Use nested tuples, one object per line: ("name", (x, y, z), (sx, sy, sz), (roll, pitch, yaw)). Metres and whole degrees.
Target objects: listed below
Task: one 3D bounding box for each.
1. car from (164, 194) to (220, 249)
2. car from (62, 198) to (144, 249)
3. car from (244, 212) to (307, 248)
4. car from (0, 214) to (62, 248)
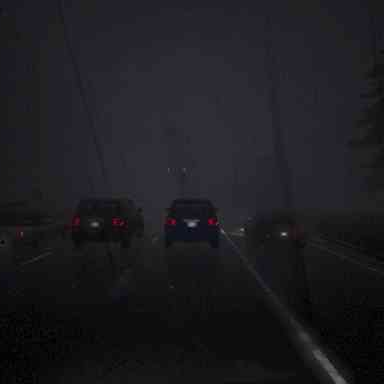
("car", (0.000, 1.257, 14.680), (2.150, 2.045, 5.566), (0, 0, 0))
("car", (-3.500, 1.257, 14.680), (2.150, 2.045, 5.566), (0, 0, 0))
("car", (3.500, 1.571, 14.650), (1.994, 1.385, 4.181), (0, 0, 0))
("car", (-7.000, 1.615, 14.680), (1.895, 1.301, 4.718), (0, 0, 0))
